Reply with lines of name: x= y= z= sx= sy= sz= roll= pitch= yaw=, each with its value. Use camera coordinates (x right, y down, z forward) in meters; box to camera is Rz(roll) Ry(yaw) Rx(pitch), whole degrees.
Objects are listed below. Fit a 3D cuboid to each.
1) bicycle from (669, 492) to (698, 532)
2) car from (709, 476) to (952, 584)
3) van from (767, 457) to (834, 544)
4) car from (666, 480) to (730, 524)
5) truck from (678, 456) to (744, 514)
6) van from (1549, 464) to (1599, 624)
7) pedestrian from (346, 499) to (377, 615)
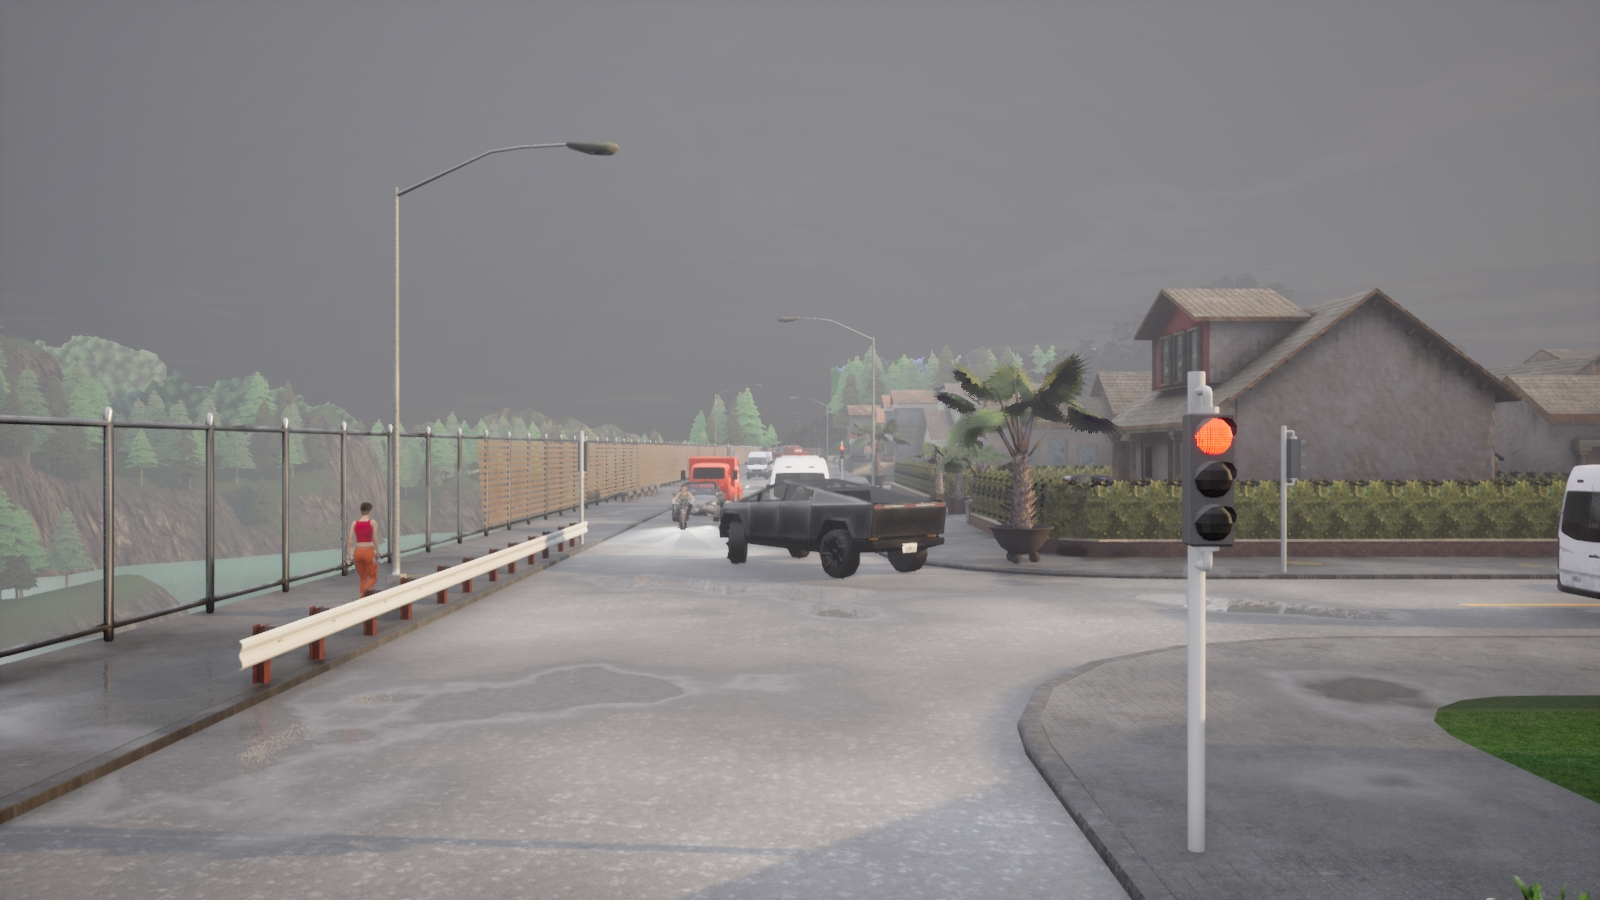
bicycle: x=-4.005 y=2.134 z=39.376 sx=0.859 sy=1.276 sz=1.487 roll=0 pitch=1 yaw=0
car: x=0.520 y=1.736 z=26.916 sx=2.390 sy=2.098 sz=6.274 roll=0 pitch=0 yaw=-36
van: x=0.006 y=1.511 z=36.872 sx=1.988 sy=2.561 sz=5.915 roll=0 pitch=0 yaw=0
car: x=-3.995 y=2.019 z=45.540 sx=2.128 sy=1.511 sz=4.902 roll=0 pitch=0 yaw=0
truck: x=-3.992 y=1.535 z=52.424 sx=2.627 sy=2.467 sz=5.204 roll=0 pitch=0 yaw=0
van: x=15.849 y=1.522 z=18.661 sx=5.915 sy=2.561 sz=1.988 roll=0 pitch=0 yaw=1
pedestrian: x=-7.158 y=1.732 z=18.655 sx=0.375 sy=1.860 sz=0.375 roll=0 pitch=0 yaw=-1
